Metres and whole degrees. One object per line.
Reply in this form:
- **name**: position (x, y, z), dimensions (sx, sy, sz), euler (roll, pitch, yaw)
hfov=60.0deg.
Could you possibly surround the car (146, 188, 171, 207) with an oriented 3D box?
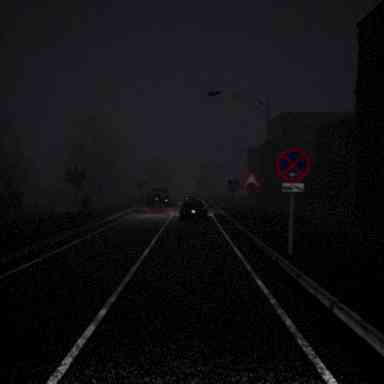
- **car**: position (-3.317, 0.552, 34.089), dimensions (2.150, 2.045, 5.566), euler (0, -5, 0)

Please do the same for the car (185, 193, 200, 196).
- **car**: position (0.088, 0.827, 41.522), dimensions (1.812, 1.442, 4.674), euler (0, 2, 0)

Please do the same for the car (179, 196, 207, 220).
- **car**: position (0.095, 1.247, 24.457), dimensions (1.994, 1.385, 4.181), euler (0, 1, 0)
